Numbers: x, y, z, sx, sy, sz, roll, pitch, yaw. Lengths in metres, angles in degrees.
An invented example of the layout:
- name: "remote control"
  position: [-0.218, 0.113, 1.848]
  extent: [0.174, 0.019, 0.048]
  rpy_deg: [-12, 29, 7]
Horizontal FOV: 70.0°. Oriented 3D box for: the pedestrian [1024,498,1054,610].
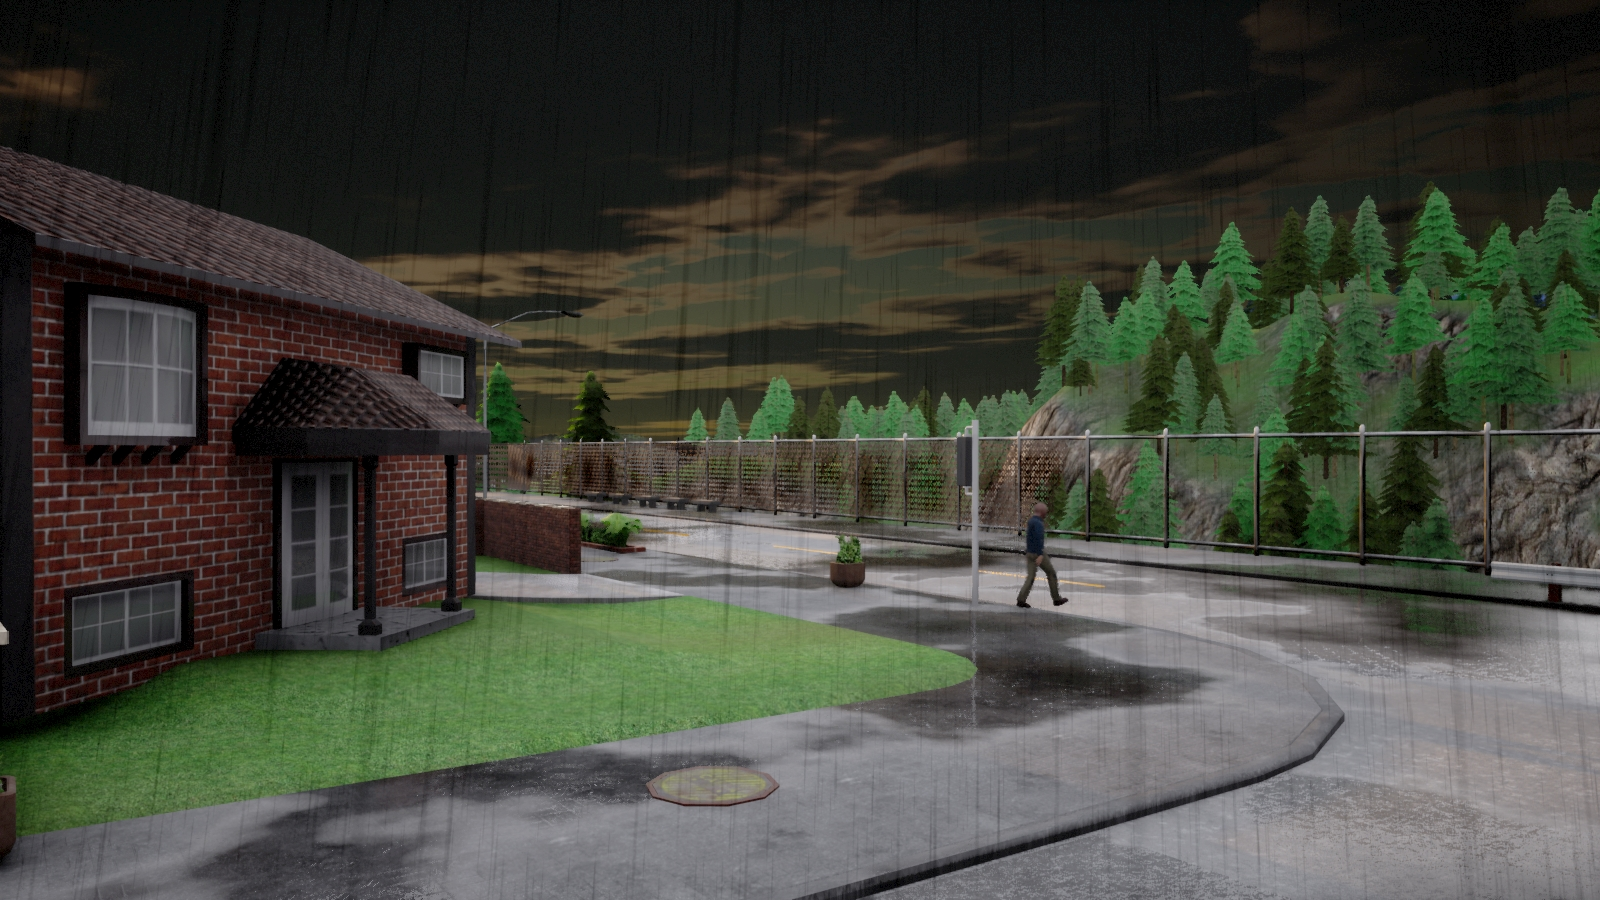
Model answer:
- name: "pedestrian"
  position: [4.032, 1.745, 19.283]
  extent: [0.375, 1.860, 0.375]
  rpy_deg: [0, 0, -15]
